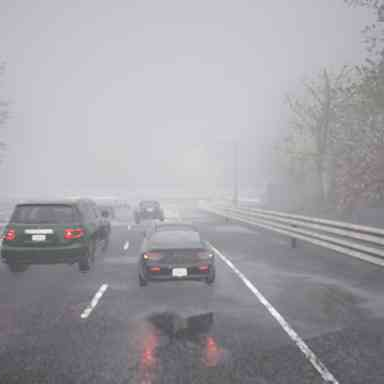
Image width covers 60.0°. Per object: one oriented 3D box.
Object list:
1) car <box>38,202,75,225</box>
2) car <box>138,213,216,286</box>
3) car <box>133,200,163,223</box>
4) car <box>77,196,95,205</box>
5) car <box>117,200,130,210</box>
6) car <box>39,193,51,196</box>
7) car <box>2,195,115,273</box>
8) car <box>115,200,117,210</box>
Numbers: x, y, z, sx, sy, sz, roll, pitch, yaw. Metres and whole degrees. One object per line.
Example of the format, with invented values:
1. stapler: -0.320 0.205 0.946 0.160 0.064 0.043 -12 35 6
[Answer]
1. car: -10.545 1.598 26.202 2.033 1.411 5.357 0 0 -15
2. car: -0.513 1.542 9.378 1.812 1.442 4.674 0 0 -6
3. car: -3.562 1.398 26.360 2.097 1.767 4.553 0 0 -13
4. car: -20.444 1.625 63.849 1.837 1.490 4.892 1 -1 -35
5. car: -9.798 1.684 44.896 1.895 1.301 4.718 0 0 -24
6. car: -36.912 1.386 82.855 5.566 2.045 2.150 0 0 43
7. car: -4.107 1.242 10.972 2.150 2.045 5.566 0 0 -6
8. car: -8.161 1.534 30.413 1.882 1.535 5.008 0 0 -16
